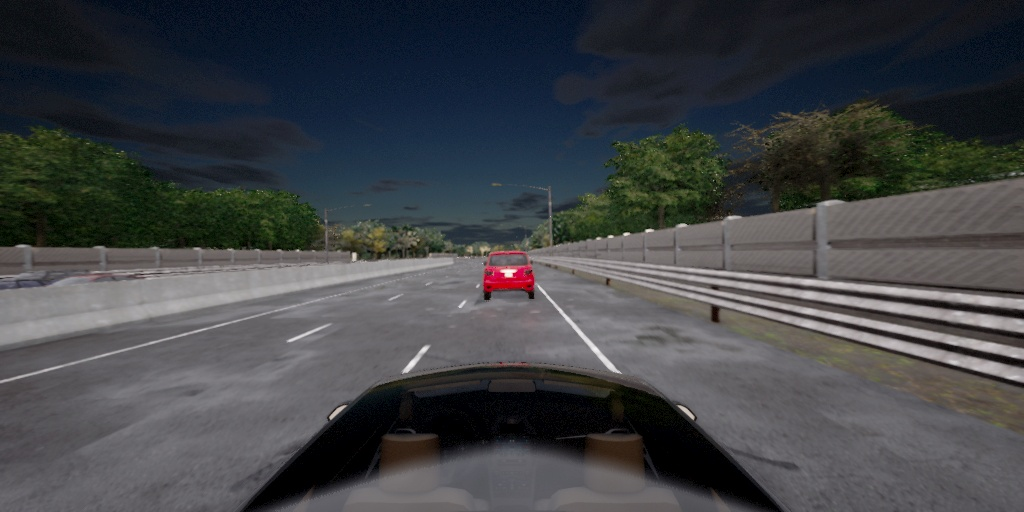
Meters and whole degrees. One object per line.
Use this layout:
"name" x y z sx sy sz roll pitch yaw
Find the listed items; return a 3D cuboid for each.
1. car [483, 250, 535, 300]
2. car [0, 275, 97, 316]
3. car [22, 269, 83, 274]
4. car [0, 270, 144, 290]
"car" -0.149 0.773 16.641 2.150 2.045 5.566 -2 1 -1
"car" -21.291 1.693 14.845 2.033 1.411 5.357 -2 1 -1
"car" -24.845 1.544 18.964 2.097 1.767 4.553 -2 1 -1
"car" -17.794 1.525 15.113 1.882 1.535 5.008 -2 1 -1
